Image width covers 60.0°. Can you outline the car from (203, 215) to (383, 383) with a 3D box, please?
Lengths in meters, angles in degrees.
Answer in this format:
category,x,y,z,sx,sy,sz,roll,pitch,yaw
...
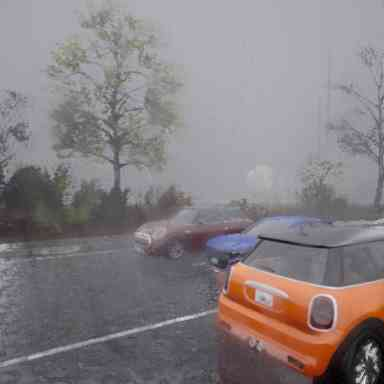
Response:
category,x,y,z,sx,sy,sz,roll,pitch,yaw
car,2.678,1.345,5.307,4.553,1.767,2.097,0,0,-33

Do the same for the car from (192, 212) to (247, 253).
category,x,y,z,sx,sy,sz,roll,pitch,yaw
car,2.710,1.458,9.681,5.008,1.535,1.882,0,0,-31

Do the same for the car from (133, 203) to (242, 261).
category,x,y,z,sx,sy,sz,roll,pitch,yaw
car,0.163,1.318,12.203,4.553,1.767,2.097,0,0,-31
